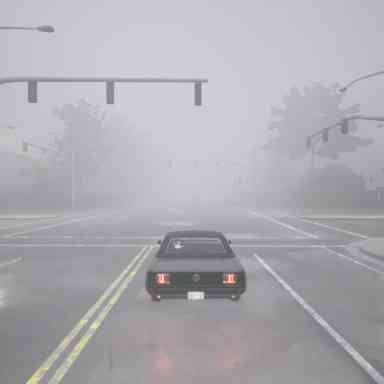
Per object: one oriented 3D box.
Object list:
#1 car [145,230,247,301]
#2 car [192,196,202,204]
[{"bbox_3d":[0.065,1.601,8.280,1.895,1.301,4.718,0,0,0],"label":"car"},{"bbox_3d":[1.023,1.525,64.840,1.812,1.442,4.674,0,0,0],"label":"car"}]
